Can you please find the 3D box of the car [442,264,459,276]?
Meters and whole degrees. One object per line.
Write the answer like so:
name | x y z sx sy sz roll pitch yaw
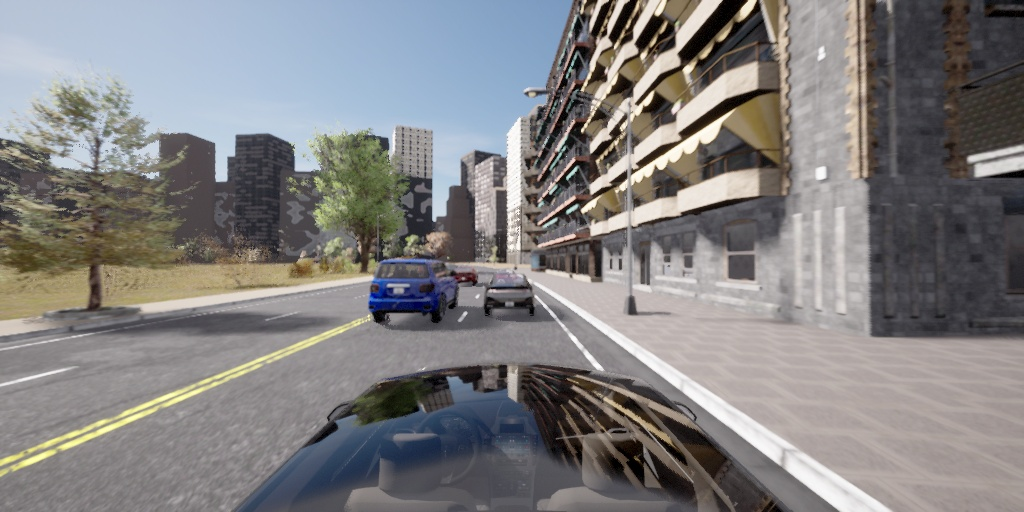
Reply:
car | -8.461 1.935 49.800 1.837 1.490 4.892 0 -1 -4

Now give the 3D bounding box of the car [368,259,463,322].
car | -3.344 1.135 13.150 2.150 2.045 5.566 0 -1 -1

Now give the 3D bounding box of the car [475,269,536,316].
car | -0.112 1.418 14.314 2.128 1.511 4.902 0 -1 -1

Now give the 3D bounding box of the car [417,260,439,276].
car | -11.751 1.659 50.510 2.150 2.045 5.566 0 0 -4

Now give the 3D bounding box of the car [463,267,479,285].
car | -3.899 1.634 30.532 1.882 1.535 5.008 0 0 -2
